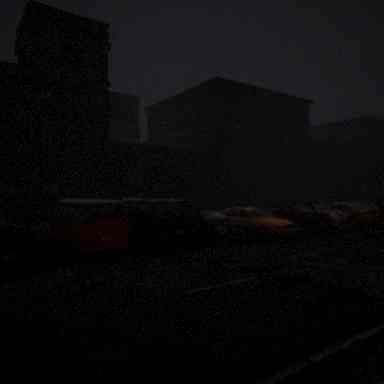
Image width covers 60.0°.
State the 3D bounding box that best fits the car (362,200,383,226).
[{"bbox_3d":[9.691,1.425,21.930,2.097,1.535,5.008,0,0,-36],"label":"car"}]

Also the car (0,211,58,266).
[{"bbox_3d":[-6.155,1.444,10.638,2.231,1.521,4.892,0,0,-35],"label":"car"}]

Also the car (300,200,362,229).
[{"bbox_3d":[7.405,1.302,20.345,2.185,1.767,4.553,0,0,-35],"label":"car"}]

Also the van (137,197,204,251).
[{"bbox_3d":[-1.699,1.213,13.963,1.878,1.987,4.442,0,0,-35],"label":"van"}]

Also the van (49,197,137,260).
[{"bbox_3d":[-3.963,1.215,12.351,1.878,1.987,4.442,0,0,-35],"label":"van"}]

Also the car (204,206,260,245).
[{"bbox_3d":[0.631,1.477,15.483,2.002,1.452,4.674,0,0,-35],"label":"car"}]

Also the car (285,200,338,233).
[{"bbox_3d":[5.163,1.430,18.703,2.097,1.535,5.008,0,0,-35],"label":"car"}]

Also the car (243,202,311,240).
[{"bbox_3d":[3.004,1.431,16.943,1.946,1.575,5.366,0,0,-35],"label":"car"}]
